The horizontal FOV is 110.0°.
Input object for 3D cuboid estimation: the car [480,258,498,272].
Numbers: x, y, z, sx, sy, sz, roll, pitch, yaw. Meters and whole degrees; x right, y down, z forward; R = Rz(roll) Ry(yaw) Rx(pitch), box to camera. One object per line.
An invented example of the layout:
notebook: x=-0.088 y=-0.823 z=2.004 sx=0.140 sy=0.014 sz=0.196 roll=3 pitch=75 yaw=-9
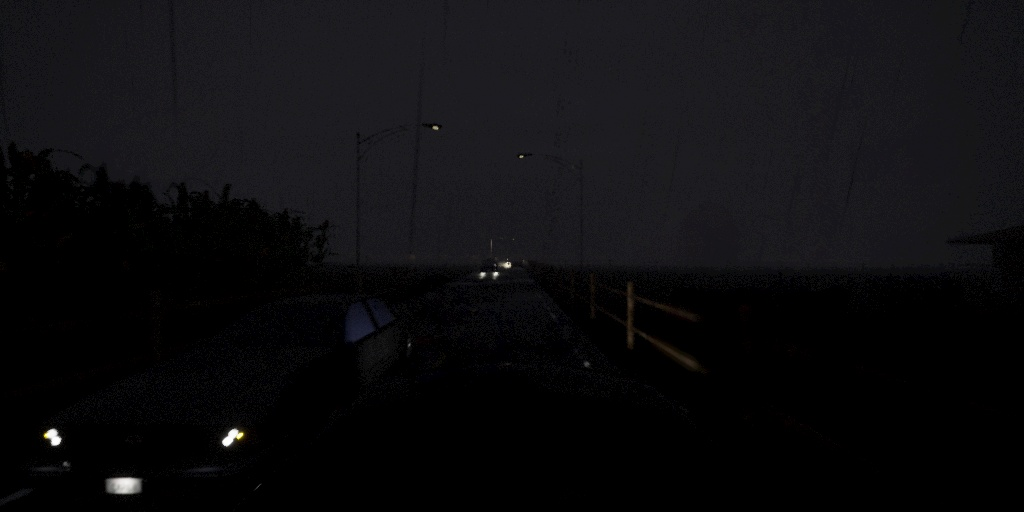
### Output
car: x=-2.827 y=1.093 z=45.145 sx=2.097 sy=1.767 sz=4.553 roll=0 pitch=0 yaw=0

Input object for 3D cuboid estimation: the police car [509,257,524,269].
police car: x=0.821 y=1.162 z=56.719 sx=1.930 sy=1.638 sz=5.238 roll=0 pitch=0 yaw=0

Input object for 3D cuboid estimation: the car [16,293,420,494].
car: x=-2.840 y=1.298 z=5.291 sx=2.033 sy=1.411 sz=5.357 roll=0 pitch=0 yaw=0
